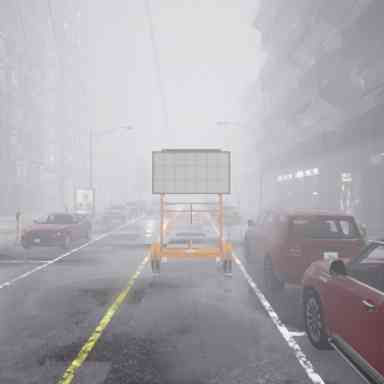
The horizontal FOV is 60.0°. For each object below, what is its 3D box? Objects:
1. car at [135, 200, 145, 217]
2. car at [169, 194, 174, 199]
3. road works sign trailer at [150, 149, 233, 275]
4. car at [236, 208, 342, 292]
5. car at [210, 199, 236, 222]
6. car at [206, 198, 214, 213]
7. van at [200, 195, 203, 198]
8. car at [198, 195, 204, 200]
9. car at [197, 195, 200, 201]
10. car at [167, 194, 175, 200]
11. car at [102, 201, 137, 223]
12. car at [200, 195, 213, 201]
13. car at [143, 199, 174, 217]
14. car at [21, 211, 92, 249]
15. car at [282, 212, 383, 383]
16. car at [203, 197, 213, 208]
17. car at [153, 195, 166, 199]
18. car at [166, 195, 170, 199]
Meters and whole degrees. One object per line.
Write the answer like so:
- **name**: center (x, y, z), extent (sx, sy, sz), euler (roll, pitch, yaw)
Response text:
- **car**: center (-5.745, 1.545, 31.475), extent (1.887, 1.381, 4.507), euler (1, 0, 0)
- **car**: center (-5.837, 1.409, 76.730), extent (1.967, 1.590, 4.097), euler (1, 0, 0)
- **road works sign trailer**: center (-0.021, 0.467, 10.391), extent (2.380, 3.560, 2.880), euler (0, 0, 0)
- **car**: center (2.685, 1.317, 8.833), extent (2.192, 1.841, 5.009), euler (1, 0, 0)
- **car**: center (2.647, 1.528, 25.972), extent (1.752, 1.417, 4.829), euler (1, 0, 0)
- **car**: center (2.635, 1.566, 31.459), extent (1.947, 1.339, 4.313), euler (1, 0, 0)
- **van**: center (2.591, 1.329, 54.086), extent (1.690, 1.788, 3.998), euler (1, 0, 0)
- **car**: center (2.507, 1.530, 93.682), extent (1.802, 1.307, 4.206), euler (1, 0, 0)
- **car**: center (2.541, 1.551, 76.712), extent (1.802, 1.307, 4.206), euler (1, 0, 0)
- **car**: center (-5.871, 1.389, 93.701), extent (1.967, 1.590, 4.097), euler (1, 0, 0)
- **car**: center (-5.734, 1.584, 25.818), extent (1.802, 1.307, 4.206), euler (1, 0, 0)
- **car**: center (2.600, 1.557, 48.429), extent (1.947, 1.339, 4.313), euler (1, 0, 0)
- **car**: center (-3.064, 1.601, 31.319), extent (1.895, 1.301, 4.718), euler (0, 0, 0)
- **car**: center (-5.710, 1.548, 14.505), extent (1.887, 1.381, 4.507), euler (1, 0, 0)
- **car**: center (2.696, 1.316, 3.175), extent (2.192, 1.841, 5.009), euler (1, 0, 0)
- **car**: center (2.624, 1.549, 37.116), extent (2.008, 1.369, 4.403), euler (1, 0, 0)
- **car**: center (-5.790, 1.428, 54.104), extent (1.967, 1.590, 4.097), euler (1, 0, 0)
- **car**: center (-5.815, 1.561, 65.417), extent (1.802, 1.307, 4.206), euler (1, 0, 0)
